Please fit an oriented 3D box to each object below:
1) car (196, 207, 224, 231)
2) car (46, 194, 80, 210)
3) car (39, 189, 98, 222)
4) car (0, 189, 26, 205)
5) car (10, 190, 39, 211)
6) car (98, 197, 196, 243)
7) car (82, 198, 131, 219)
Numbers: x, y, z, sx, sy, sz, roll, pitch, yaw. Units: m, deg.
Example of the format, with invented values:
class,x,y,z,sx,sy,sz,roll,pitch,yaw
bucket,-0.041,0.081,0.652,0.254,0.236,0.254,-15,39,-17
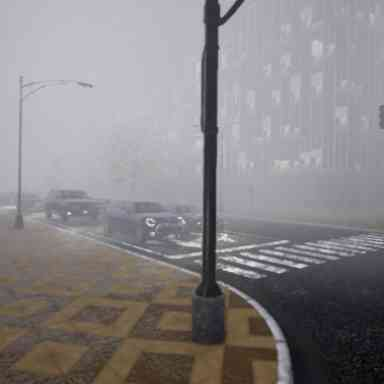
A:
class,x,y,z,sx,sy,sz,roll,pitch,yaw
car,-0.618,1.361,18.381,2.033,1.411,5.357,1,1,-37
car,-13.076,0.928,33.573,1.994,1.385,4.181,1,1,-39
car,-8.251,0.813,22.525,2.150,2.045,5.566,1,1,-39
car,-21.301,0.610,38.582,2.128,1.511,4.902,1,1,-38
car,-14.784,0.847,30.523,2.128,1.511,4.902,1,1,-39
car,-2.218,1.162,15.158,2.097,1.767,4.553,1,1,-39
car,-6.730,1.194,25.790,1.895,1.301,4.718,1,1,-39
